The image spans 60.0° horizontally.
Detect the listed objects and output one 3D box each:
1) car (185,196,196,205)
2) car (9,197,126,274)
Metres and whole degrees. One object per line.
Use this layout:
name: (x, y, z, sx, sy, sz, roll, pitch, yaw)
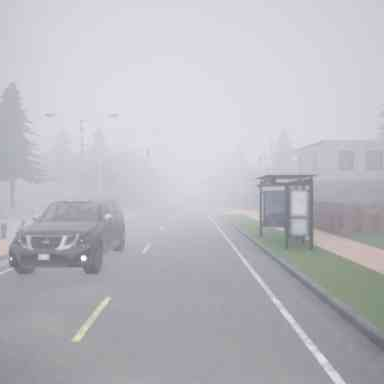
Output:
car: (-0.246, 1.467, 56.934, 2.128, 1.511, 4.902, 0, 0, 0)
car: (-3.638, 1.221, 10.911, 2.150, 2.045, 5.566, 0, 0, 0)
